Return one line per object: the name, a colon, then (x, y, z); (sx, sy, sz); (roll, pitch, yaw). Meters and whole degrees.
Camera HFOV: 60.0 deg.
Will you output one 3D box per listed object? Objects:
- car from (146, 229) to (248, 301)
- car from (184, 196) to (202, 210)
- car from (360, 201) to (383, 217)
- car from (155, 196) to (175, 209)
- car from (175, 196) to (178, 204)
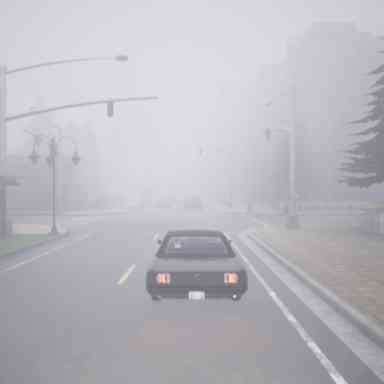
car: (0.067, 1.572, 8.219); (1.895, 1.301, 4.718); (0, 0, -1)
car: (0.088, 1.212, 40.033); (2.097, 1.767, 4.553); (0, 0, 0)
car: (17.068, 1.394, 28.541); (5.008, 1.535, 1.882); (0, 0, -2)
car: (-3.606, 1.378, 42.699); (1.812, 1.442, 4.674); (0, 1, 1)
car: (-3.573, 1.395, 59.176); (1.895, 1.301, 4.718); (0, 0, 0)
